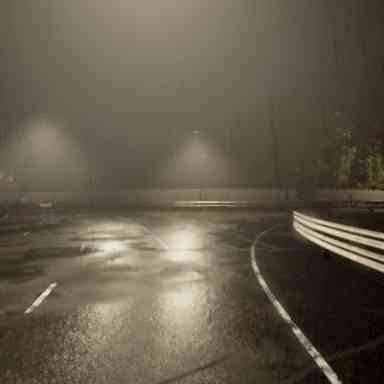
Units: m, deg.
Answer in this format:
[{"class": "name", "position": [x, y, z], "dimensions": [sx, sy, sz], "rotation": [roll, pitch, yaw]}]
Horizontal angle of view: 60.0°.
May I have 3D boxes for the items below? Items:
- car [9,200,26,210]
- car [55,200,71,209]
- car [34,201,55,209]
[{"class": "car", "position": [-26.303, 1.974, 50.181], "dimensions": [1.812, 1.442, 4.674], "rotation": [0, -1, -35]}, {"class": "car", "position": [-21.764, 2.059, 55.800], "dimensions": [1.994, 1.385, 4.181], "rotation": [0, -1, -36]}, {"class": "car", "position": [-23.714, 2.070, 52.682], "dimensions": [1.895, 1.301, 4.718], "rotation": [0, -1, -35]}]
